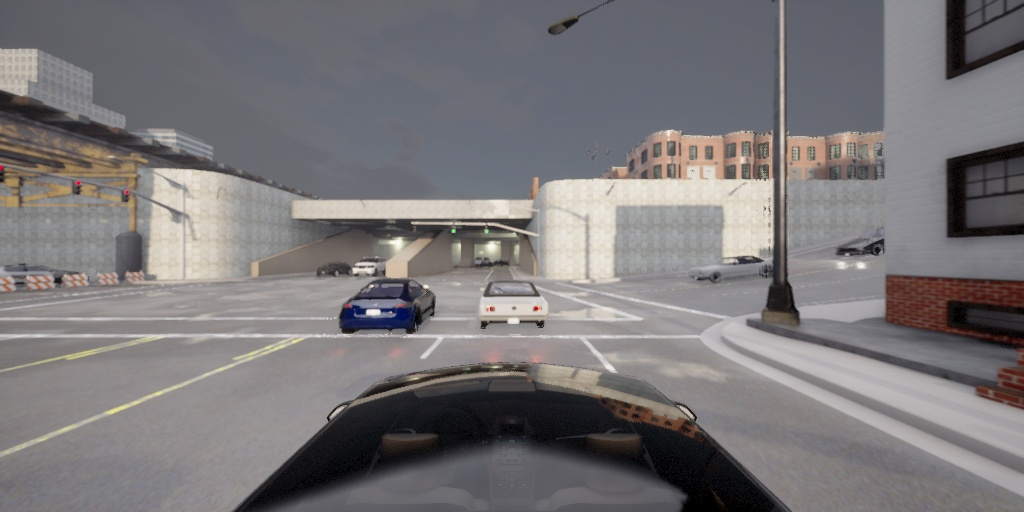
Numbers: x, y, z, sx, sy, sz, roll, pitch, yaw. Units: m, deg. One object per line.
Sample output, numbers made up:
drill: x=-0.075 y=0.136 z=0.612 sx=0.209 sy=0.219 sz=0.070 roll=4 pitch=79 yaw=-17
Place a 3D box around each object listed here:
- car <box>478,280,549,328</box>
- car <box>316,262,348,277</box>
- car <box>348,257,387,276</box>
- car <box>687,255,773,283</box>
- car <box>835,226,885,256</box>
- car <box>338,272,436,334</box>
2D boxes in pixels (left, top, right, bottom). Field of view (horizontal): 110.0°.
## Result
car: x=-0.092 y=1.413 z=11.642 sx=1.895 sy=1.301 sz=4.718 roll=0 pitch=0 yaw=-4
car: x=-18.298 y=1.323 z=37.130 sx=1.882 sy=1.535 sz=5.008 roll=0 pitch=0 yaw=-1
car: x=-14.817 y=1.069 z=37.934 sx=2.150 sy=2.045 sz=5.566 roll=0 pitch=0 yaw=-2
car: x=13.080 y=0.717 z=21.333 sx=4.718 sy=1.301 sz=1.895 roll=-7 pitch=0 yaw=0
car: x=22.476 y=-1.071 z=21.404 sx=5.357 sy=1.411 sz=2.033 roll=-13 pitch=0 yaw=0
car: x=-3.557 y=1.363 z=10.923 sx=1.994 sy=1.385 sz=4.181 roll=0 pitch=0 yaw=-3
